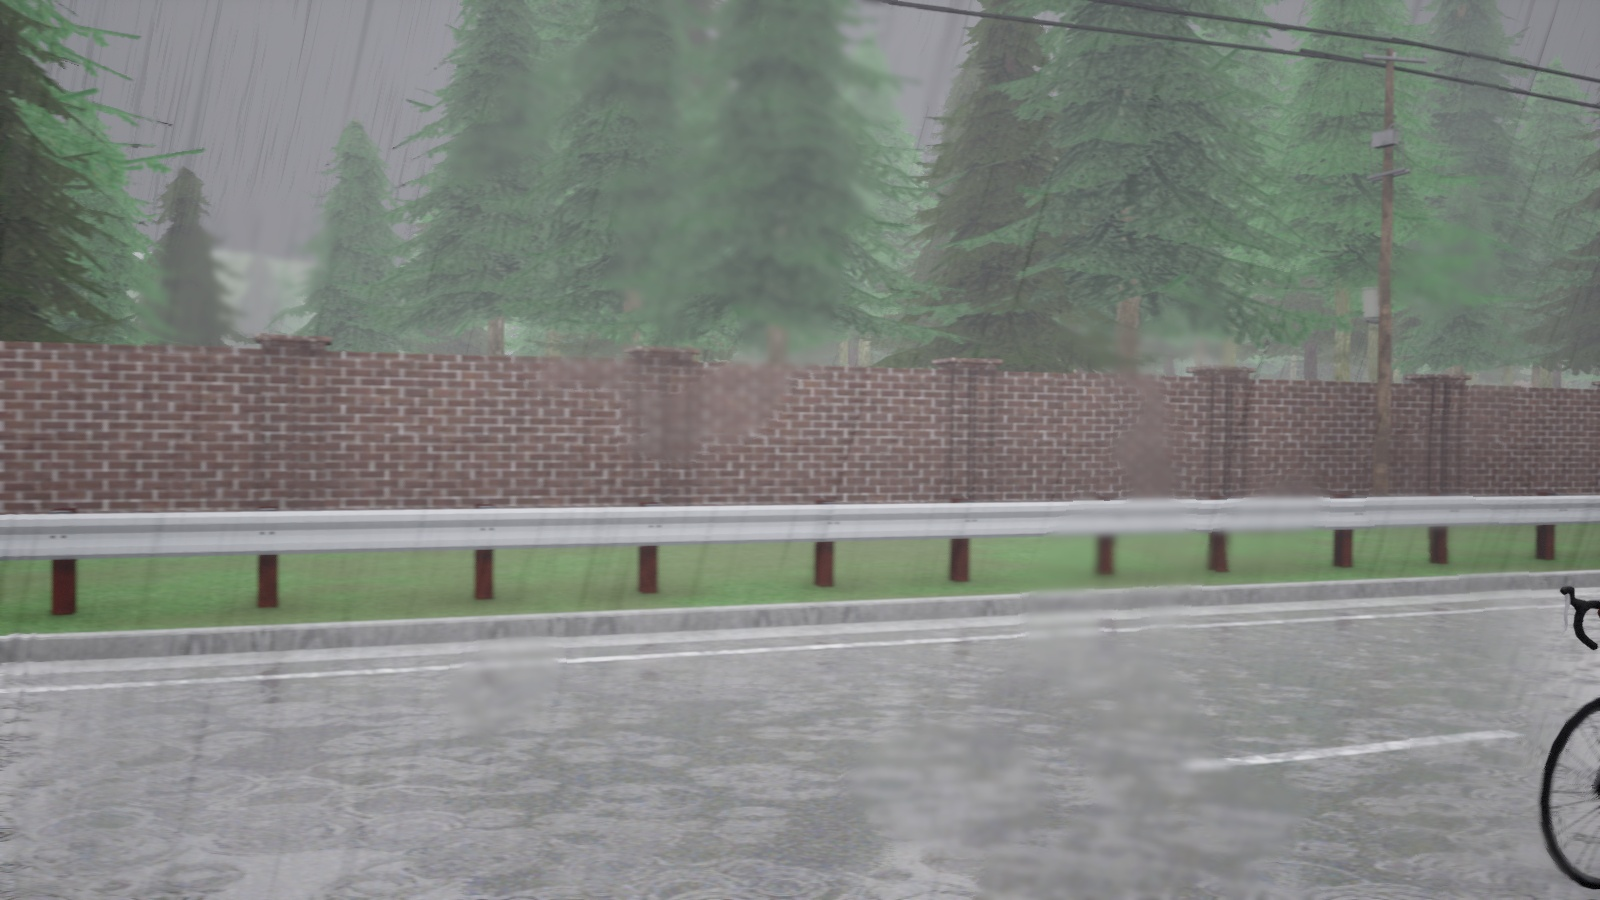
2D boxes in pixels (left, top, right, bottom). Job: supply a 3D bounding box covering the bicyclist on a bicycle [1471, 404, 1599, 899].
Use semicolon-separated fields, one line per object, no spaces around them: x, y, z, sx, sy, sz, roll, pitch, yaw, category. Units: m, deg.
3.263;0.643;4.478;1.656;1.620;0.582;-1;1;-21;bicyclist on a bicycle
